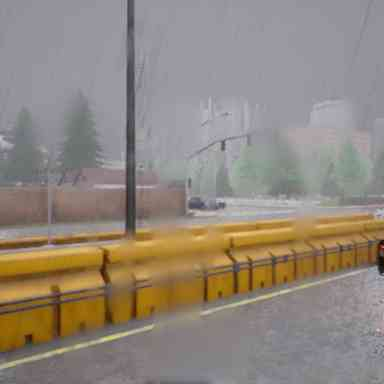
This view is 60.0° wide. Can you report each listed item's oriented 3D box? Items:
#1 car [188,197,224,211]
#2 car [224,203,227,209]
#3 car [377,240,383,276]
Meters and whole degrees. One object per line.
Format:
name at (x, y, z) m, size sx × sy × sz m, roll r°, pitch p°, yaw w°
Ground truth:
car at (1.378, 1.366, 40.628) m, size 2.097 × 1.767 × 4.553 m, roll 0°, pitch 0°, yaw -33°
car at (2.614, 1.615, 45.119) m, size 1.895 × 1.301 × 4.718 m, roll 0°, pitch 0°, yaw -33°
car at (6.723, 1.483, 8.581) m, size 5.008 × 1.535 × 1.882 m, roll 1°, pitch 0°, yaw -36°
